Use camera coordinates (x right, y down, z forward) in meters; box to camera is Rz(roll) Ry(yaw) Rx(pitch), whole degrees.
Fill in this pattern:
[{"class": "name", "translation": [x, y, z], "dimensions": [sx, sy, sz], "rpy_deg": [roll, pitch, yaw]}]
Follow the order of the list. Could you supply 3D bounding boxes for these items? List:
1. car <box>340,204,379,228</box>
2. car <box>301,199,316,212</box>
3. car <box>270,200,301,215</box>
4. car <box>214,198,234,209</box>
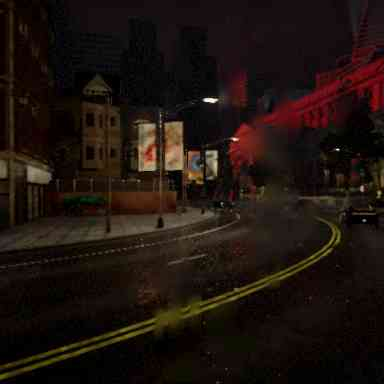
[{"class": "car", "translation": [11.295, 1.557, 22.637], "dimensions": [2.128, 1.511, 4.902], "rpy_deg": [0, 0, 18]}, {"class": "car", "translation": [13.481, 1.665, 40.464], "dimensions": [1.837, 1.490, 4.892], "rpy_deg": [0, 0, -2]}, {"class": "car", "translation": [9.911, 1.653, 36.747], "dimensions": [2.128, 1.511, 4.902], "rpy_deg": [0, 0, 0]}, {"class": "car", "translation": [4.782, 1.631, 50.389], "dimensions": [2.097, 1.767, 4.553], "rpy_deg": [0, 0, -12]}]
